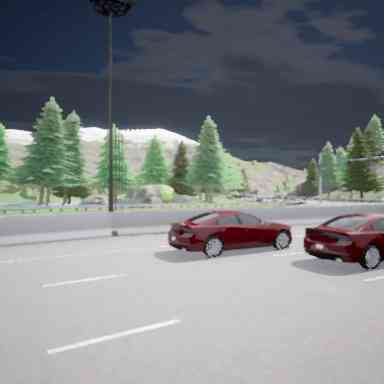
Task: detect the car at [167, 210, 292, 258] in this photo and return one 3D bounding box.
[{"bbox_3d":[1.538,1.422,12.469,5.008,1.535,1.882,0,0,-29],"label":"car"}]

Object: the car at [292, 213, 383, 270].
[{"bbox_3d":[5.897,1.431,10.790,5.008,1.535,1.882,0,0,-27],"label":"car"}]
